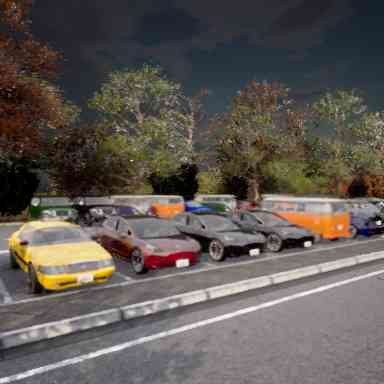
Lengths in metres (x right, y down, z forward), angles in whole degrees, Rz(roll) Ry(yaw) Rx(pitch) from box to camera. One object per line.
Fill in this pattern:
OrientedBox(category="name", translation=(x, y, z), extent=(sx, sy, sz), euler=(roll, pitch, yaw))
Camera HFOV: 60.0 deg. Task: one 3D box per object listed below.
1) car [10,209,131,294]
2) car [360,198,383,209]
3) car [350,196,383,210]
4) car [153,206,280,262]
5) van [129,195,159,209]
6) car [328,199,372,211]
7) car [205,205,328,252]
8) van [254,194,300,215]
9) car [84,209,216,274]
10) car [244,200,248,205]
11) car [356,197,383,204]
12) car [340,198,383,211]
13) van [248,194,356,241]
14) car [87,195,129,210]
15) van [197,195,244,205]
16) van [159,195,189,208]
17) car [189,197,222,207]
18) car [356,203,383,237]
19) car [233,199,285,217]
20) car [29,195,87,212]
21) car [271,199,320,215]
OrientedBox(category="car", translation=(-3.809, 1.496, 9.241), extent=(1.946, 1.575, 5.366), euler=(0, 0, -35))
OrientedBox(category="car", translation=(26.862, 1.643, 47.311), extent=(2.097, 1.535, 5.008), euler=(0, 0, -35))
OrientedBox(category="car", translation=(24.583, 1.499, 45.736), extent=(2.185, 1.767, 4.553), euler=(0, 0, -35))
OrientedBox(category="car", translation=(0.626, 1.519, 12.585), extent=(2.163, 1.488, 4.792), euler=(0, 0, -35))
OrientedBox(category="van", translation=(-4.575, 1.257, 24.828), extent=(1.878, 1.987, 4.442), euler=(0, 0, -35))
OrientedBox(category="car", translation=(20.187, 1.627, 42.570), extent=(2.002, 1.452, 4.674), euler=(0, 0, -35))
OrientedBox(category="car", translation=(2.889, 1.514, 14.194), extent=(2.163, 1.488, 4.792), euler=(0, 0, -35))
OrientedBox(category="van", translation=(8.731, 1.266, 34.573), extent=(1.878, 1.987, 4.442), euler=(0, 0, -35))
OrientedBox(category="car", translation=(-1.637, 1.524, 10.977), extent=(2.163, 1.488, 4.792), euler=(0, 0, -35))
OrientedBox(category="car", translation=(4.370, 1.502, 31.366), extent=(2.163, 1.488, 4.792), euler=(0, 0, -35))
OrientedBox(category="car", translation=(9.640, 1.347, 19.067), extent=(2.185, 1.767, 4.553), euler=(0, 0, -35))
OrientedBox(category="car", translation=(22.461, 1.636, 44.153), extent=(2.163, 1.488, 4.792), euler=(0, 0, -35))
OrientedBox(category="van", translation=(5.067, 1.254, 15.921), extent=(1.878, 1.987, 4.442), euler=(0, 0, -35))
OrientedBox(category="car", translation=(-6.883, 1.236, 23.296), extent=(2.435, 2.045, 5.566), euler=(0, 0, -35))
OrientedBox(category="van", translation=(2.207, 1.245, 29.659), extent=(1.878, 1.987, 4.442), euler=(0, 0, -36))
OrientedBox(category="van", translation=(-2.452, 1.252, 26.624), extent=(1.878, 1.987, 4.442), euler=(0, 0, -35))
OrientedBox(category="car", translation=(-0.129, 1.473, 28.138), extent=(2.097, 1.535, 5.008), euler=(0, 0, -35))
OrientedBox(category="car", translation=(7.381, 1.504, 17.459), extent=(2.163, 1.488, 4.792), euler=(0, 0, -35))
OrientedBox(category="car", translation=(6.522, 1.509, 32.895), extent=(2.163, 1.488, 4.792), euler=(0, 0, -35))
OrientedBox(category="car", translation=(-9.141, 1.241, 21.691), extent=(2.435, 2.045, 5.566), euler=(0, 0, -35))
OrientedBox(category="car", translation=(11.172, 1.540, 36.130), extent=(2.163, 1.488, 4.792), euler=(0, 0, -35))
